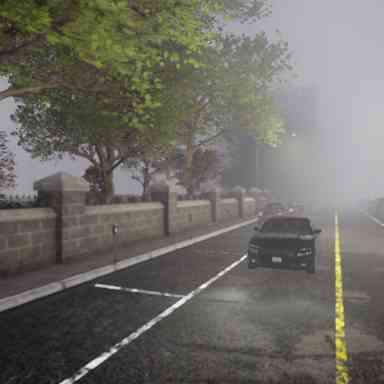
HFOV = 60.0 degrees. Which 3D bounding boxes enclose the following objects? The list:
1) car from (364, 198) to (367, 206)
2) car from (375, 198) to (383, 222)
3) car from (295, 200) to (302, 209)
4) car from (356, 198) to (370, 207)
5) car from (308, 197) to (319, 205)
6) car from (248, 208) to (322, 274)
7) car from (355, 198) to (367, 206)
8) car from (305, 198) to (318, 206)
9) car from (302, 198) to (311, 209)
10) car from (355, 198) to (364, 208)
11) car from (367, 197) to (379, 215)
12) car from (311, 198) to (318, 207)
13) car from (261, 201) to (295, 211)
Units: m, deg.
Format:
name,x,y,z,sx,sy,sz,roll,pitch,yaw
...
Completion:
name,x,y,z,sx,sy,sz,roll,pitch,yaw
car,20.560,1.571,36.764,1.967,1.590,4.097,0,0,23
car,16.085,1.530,26.430,1.967,1.590,4.097,0,0,23
car,8.393,1.560,29.759,1.967,1.590,4.097,0,0,23
car,29.510,1.788,57.429,1.947,1.339,4.313,0,0,23
car,23.989,1.803,65.770,1.752,1.417,4.829,0,0,23
car,3.225,1.520,11.051,1.882,1.535,5.008,0,0,23
car,31.814,1.774,62.753,1.752,1.417,4.829,0,0,23
car,21.819,1.803,60.759,2.008,1.369,4.403,0,0,23
car,12.870,1.712,40.092,2.008,1.369,4.403,0,0,23
car,27.271,1.638,52.263,1.967,1.590,4.097,0,0,23
car,18.321,1.426,31.597,2.192,1.841,5.009,0,0,23
car,19.514,1.753,55.436,1.752,1.417,4.829,0,0,23
car,6.157,1.539,24.594,1.967,1.590,4.097,0,0,23
